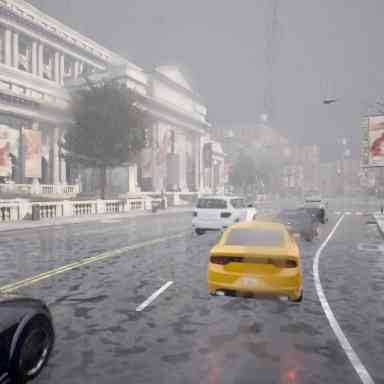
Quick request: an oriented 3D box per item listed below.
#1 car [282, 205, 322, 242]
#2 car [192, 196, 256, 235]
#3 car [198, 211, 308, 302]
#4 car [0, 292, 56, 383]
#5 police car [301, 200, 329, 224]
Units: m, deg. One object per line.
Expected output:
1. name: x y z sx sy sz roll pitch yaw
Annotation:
1. car: 5.162 1.564 16.744 1.994 1.385 4.181 0 0 26
2. car: 1.921 1.224 18.107 2.150 2.045 5.566 0 0 26
3. car: 1.700 1.478 8.446 1.882 1.535 5.008 0 0 15
4. car: -2.971 1.564 2.858 1.994 1.385 4.181 0 0 5
5. police car: 9.169 1.425 25.099 1.930 1.638 5.238 0 0 27
